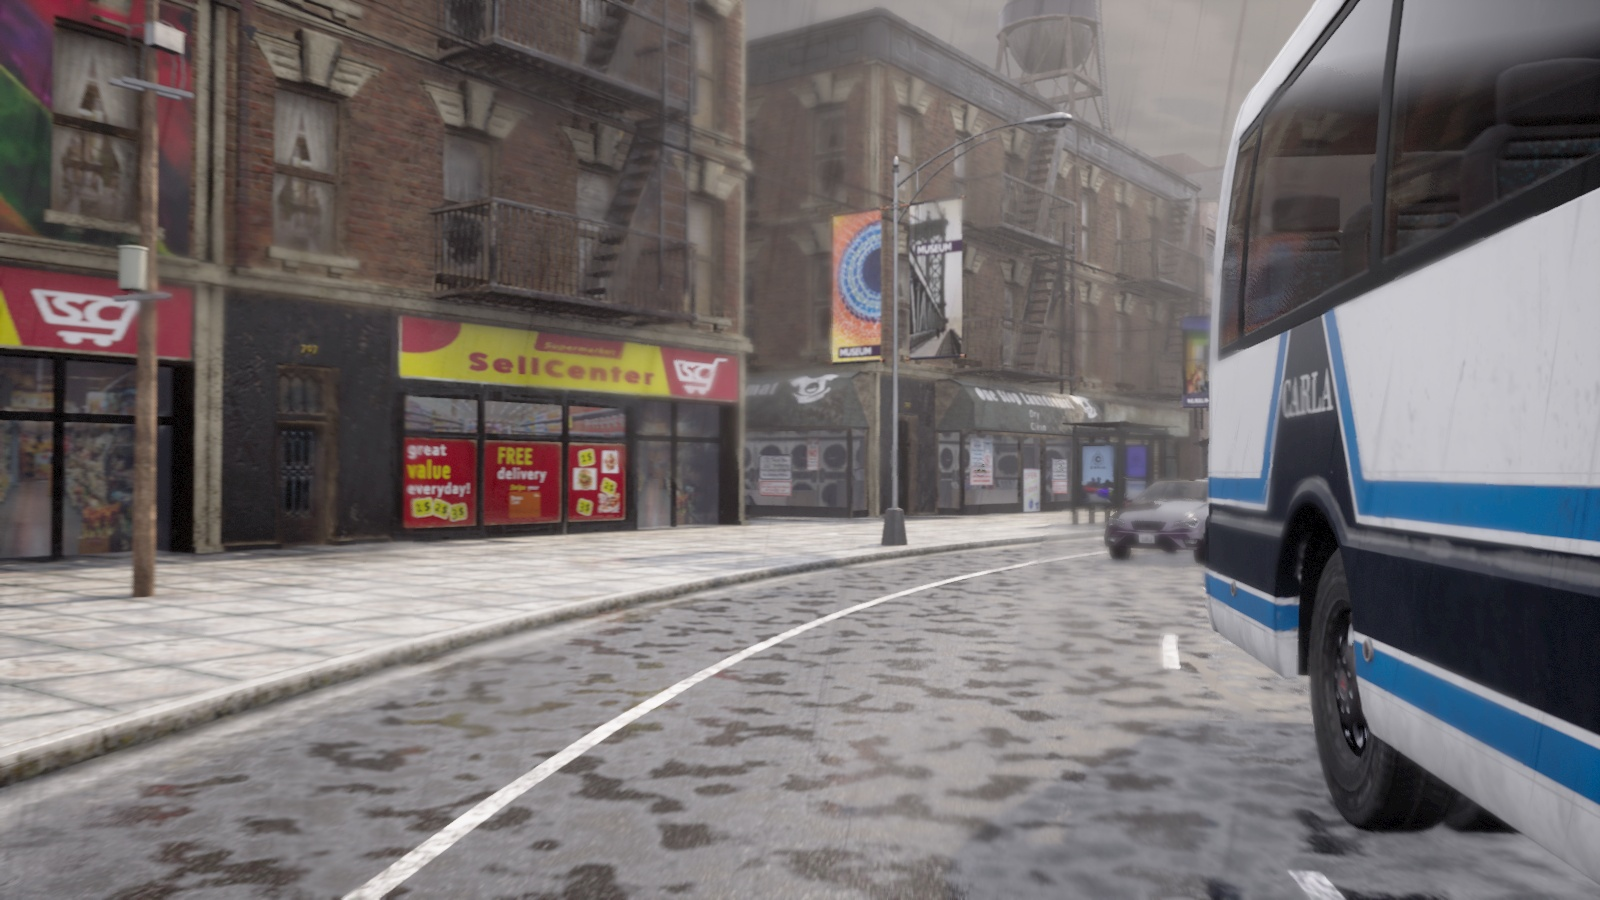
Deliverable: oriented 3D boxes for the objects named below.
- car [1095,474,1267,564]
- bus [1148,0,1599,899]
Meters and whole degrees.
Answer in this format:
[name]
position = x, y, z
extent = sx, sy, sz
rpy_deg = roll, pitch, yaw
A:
[car]
position = 7.092, 1.194, 23.105
extent = 1.816, 1.474, 4.193
rpy_deg = -1, -1, 35
[bus]
position = 3.523, -0.525, 2.818
extent = 3.944, 4.253, 10.273
rpy_deg = -1, -1, 8
